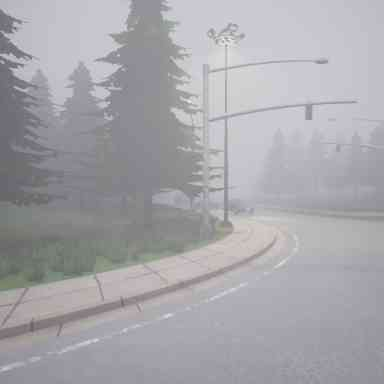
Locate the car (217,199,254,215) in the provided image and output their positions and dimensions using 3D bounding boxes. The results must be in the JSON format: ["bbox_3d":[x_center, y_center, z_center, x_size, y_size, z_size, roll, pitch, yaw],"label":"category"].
[{"bbox_3d":[4.717,1.491,34.282,2.128,1.511,4.902,0,0,-15],"label":"car"}]

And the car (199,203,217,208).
[{"bbox_3d":[2.064,1.601,43.922,1.895,1.301,4.718,0,0,-16],"label":"car"}]

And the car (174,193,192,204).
[{"bbox_3d":[-1.522,1.221,56.241,2.150,2.045,5.566,0,0,-17],"label":"car"}]
